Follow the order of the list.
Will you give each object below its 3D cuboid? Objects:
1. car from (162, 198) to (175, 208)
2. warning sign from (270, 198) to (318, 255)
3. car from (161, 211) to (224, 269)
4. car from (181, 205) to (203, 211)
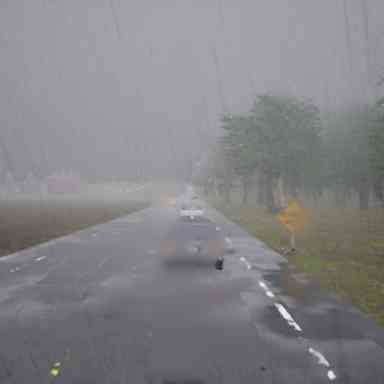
[{"bbox_3d":[-3.654,1.683,51.969,1.882,1.535,5.008,0,0,0],"label":"car"},{"bbox_3d":[3.559,1.181,11.716,1.300,1.860,1.060,2,1,0],"label":"warning sign"},{"bbox_3d":[0.032,1.610,11.279,2.033,1.411,5.357,0,0,0],"label":"car"},{"bbox_3d":[0.024,1.741,28.546,1.895,1.301,4.718,0,0,0],"label":"car"}]
